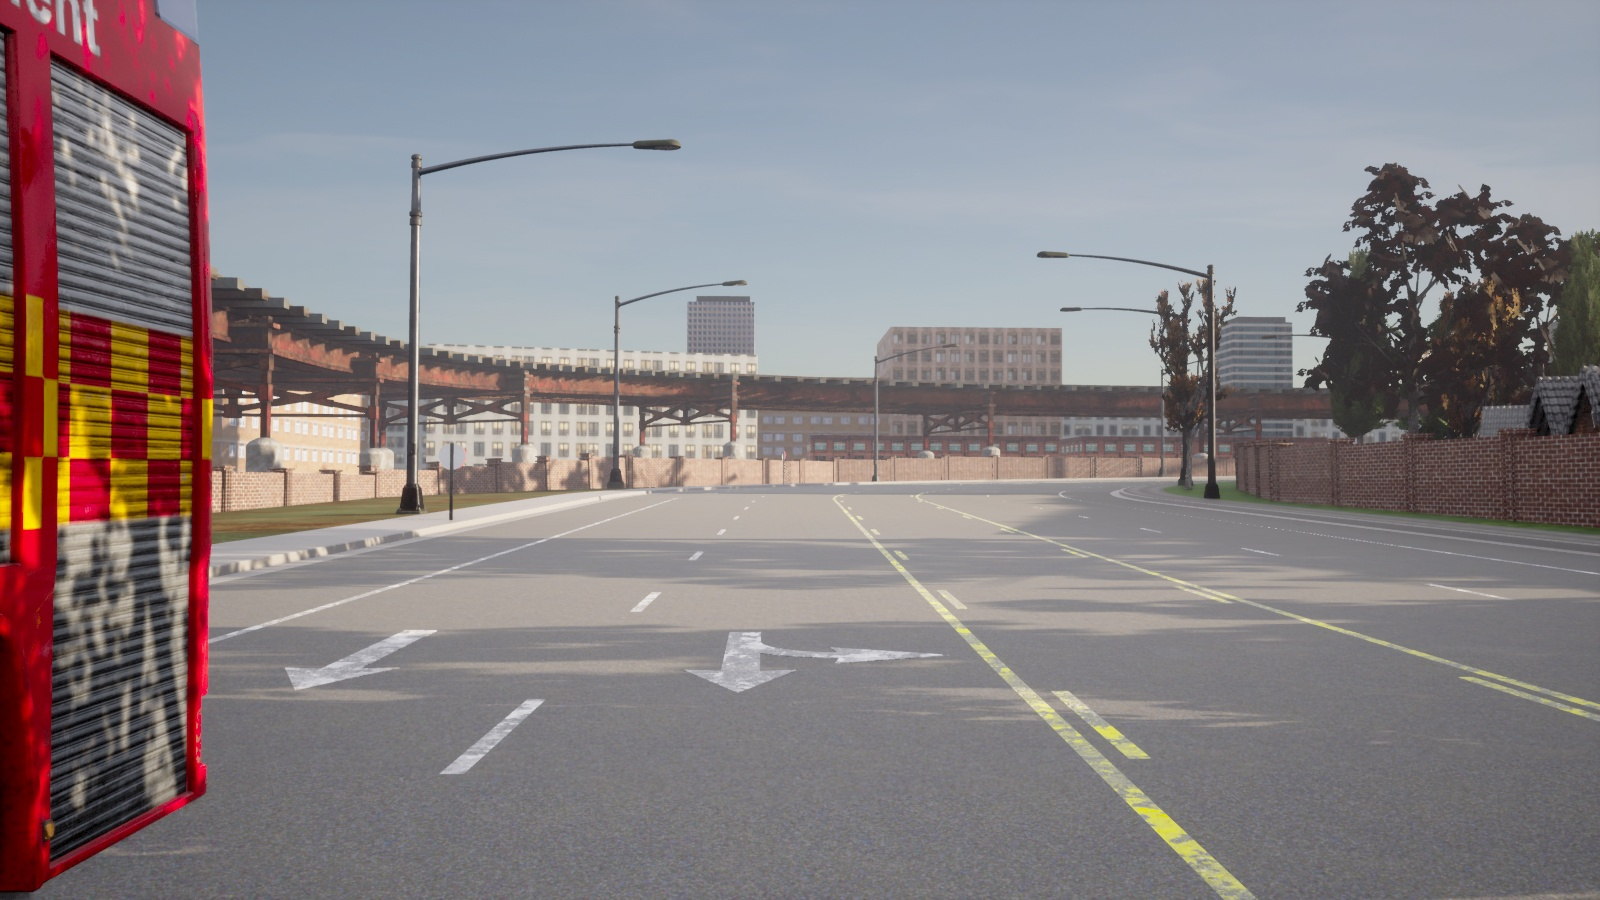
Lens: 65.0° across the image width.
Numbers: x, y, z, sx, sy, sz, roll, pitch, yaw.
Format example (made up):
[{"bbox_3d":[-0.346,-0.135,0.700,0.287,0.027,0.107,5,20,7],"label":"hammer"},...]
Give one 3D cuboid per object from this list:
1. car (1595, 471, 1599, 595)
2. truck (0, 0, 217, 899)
[{"bbox_3d":[10.468,0.957,13.061,1.970,1.475,3.806,0,-1,0],"label":"car"},{"bbox_3d":[-3.504,-0.332,0.213,2.891,3.827,8.468,0,-1,0],"label":"truck"}]
